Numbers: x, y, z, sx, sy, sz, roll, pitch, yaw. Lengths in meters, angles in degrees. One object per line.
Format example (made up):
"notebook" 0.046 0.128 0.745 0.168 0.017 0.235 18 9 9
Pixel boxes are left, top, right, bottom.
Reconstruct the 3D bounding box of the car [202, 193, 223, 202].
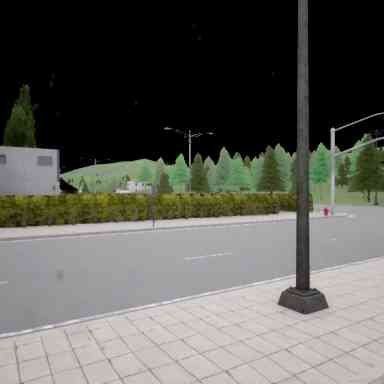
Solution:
"car" 4.628 1.225 76.214 2.150 2.045 5.566 0 0 -32
